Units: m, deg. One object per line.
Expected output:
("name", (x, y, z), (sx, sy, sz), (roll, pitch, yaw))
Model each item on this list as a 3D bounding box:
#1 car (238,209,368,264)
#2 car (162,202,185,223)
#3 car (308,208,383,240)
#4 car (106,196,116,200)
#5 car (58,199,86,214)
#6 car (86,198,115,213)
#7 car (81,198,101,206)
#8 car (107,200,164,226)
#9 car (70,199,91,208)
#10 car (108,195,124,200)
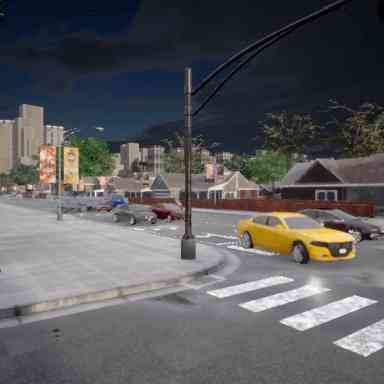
("car", (3.573, 1.518, 12.292), (1.882, 1.535, 5.008), (0, -1, -23))
("car", (-1.965, 1.613, 27.157), (1.882, 1.535, 5.008), (0, 0, -35))
("car", (6.653, 1.555, 16.217), (4.892, 1.490, 1.837), (-1, 0, 44))
("car", (-13.357, 1.785, 49.128), (1.837, 1.490, 4.892), (0, 0, -35))
("car", (-14.391, 1.746, 39.055), (1.837, 1.490, 4.892), (0, -1, -35))
("car", (-11.449, 1.799, 40.514), (1.994, 1.385, 4.181), (0, 0, -36))
("car", (-19.093, 1.906, 62.626), (2.033, 1.411, 5.357), (0, 0, -35))
("car", (-4.339, 1.638, 24.894), (1.837, 1.490, 4.892), (0, 0, -35))
("car", (-19.408, 1.886, 57.612), (2.033, 1.411, 5.357), (0, 0, -34))
("car", (-12.942, 1.522, 54.146), (2.150, 2.045, 5.566), (0, 0, -36))
